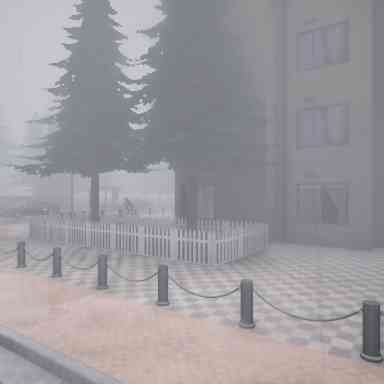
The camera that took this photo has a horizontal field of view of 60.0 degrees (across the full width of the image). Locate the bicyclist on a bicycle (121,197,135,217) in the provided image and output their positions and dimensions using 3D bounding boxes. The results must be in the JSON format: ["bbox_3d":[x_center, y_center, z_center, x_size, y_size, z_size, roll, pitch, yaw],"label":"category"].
[{"bbox_3d":[-5.388,1.285,27.873,1.656,1.620,0.582,0,0,37],"label":"bicyclist on a bicycle"}]

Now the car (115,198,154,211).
[{"bbox_3d":[-6.640,1.462,38.586,1.882,1.535,5.008,0,0,37],"label":"car"}]

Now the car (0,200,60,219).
[{"bbox_3d":[-13.994,1.476,28.913,2.128,1.511,4.902,0,0,37],"label":"car"}]
